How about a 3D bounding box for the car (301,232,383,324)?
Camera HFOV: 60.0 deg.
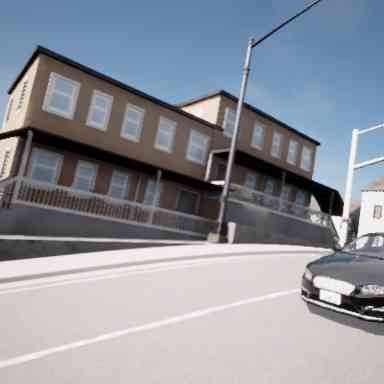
[{"bbox_3d":[4.350,1.636,7.063,4.902,1.511,2.128,3,-2,-35],"label":"car"}]
